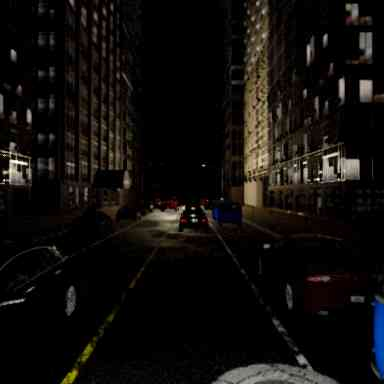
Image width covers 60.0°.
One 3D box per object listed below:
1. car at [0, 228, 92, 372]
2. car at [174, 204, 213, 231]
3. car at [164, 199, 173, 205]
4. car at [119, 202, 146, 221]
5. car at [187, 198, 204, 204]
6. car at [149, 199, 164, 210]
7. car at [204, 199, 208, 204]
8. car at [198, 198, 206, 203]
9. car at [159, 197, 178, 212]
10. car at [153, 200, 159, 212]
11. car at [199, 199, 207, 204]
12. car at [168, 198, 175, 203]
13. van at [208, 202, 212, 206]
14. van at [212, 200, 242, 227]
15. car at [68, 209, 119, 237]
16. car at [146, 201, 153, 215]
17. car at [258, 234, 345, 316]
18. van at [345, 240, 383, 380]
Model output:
[{"bbox_3d":[-3.099,1.553,4.656,1.837,1.490,4.892,0,-1,0],"label":"car"},{"bbox_3d":[0.100,1.770,22.233,2.033,1.411,5.357,0,-1,0],"label":"car"},{"bbox_3d":[-5.694,2.324,81.710,2.008,1.369,4.403,0,-1,0],"label":"car"},{"bbox_3d":[-5.693,1.848,30.429,1.887,1.381,4.507,0,-1,0],"label":"car"},{"bbox_3d":[0.099,1.872,40.079,1.882,1.535,5.008,0,-1,0],"label":"car"},{"bbox_3d":[-5.693,1.955,53.222,1.967,1.590,4.097,0,-1,0],"label":"car"},{"bbox_3d":[2.688,2.029,47.523,1.947,1.339,4.313,0,-1,0],"label":"car"},{"bbox_3d":[2.687,2.420,93.110,2.008,1.369,4.403,0,0,0],"label":"car"},{"bbox_3d":[-3.092,1.670,45.898,2.150,2.045,5.566,0,-1,0],"label":"car"},{"bbox_3d":[-5.693,1.961,41.824,2.008,1.369,4.403,0,-1,0],"label":"car"},{"bbox_3d":[2.686,2.356,81.708,1.802,1.307,4.206,0,0,0],"label":"car"},{"bbox_3d":[-5.695,2.414,93.110,1.887,1.381,4.507,0,0,0],"label":"car"},{"bbox_3d":[2.688,1.644,30.430,1.690,1.788,3.998,0,-1,0],"label":"van"},{"bbox_3d":[2.688,1.589,24.731,1.690,1.788,3.998,0,-1,0],"label":"van"},{"bbox_3d":[-5.692,1.773,19.032,1.802,1.307,4.206,0,-1,0],"label":"car"},{"bbox_3d":[-5.693,1.940,36.127,1.802,1.307,4.206,0,-1,0],"label":"car"},{"bbox_3d":[2.689,1.623,7.635,1.887,1.381,4.507,0,-1,0],"label":"car"},{"bbox_3d":[2.689,1.362,1.939,1.690,1.788,3.998,0,-1,0],"label":"van"}]
